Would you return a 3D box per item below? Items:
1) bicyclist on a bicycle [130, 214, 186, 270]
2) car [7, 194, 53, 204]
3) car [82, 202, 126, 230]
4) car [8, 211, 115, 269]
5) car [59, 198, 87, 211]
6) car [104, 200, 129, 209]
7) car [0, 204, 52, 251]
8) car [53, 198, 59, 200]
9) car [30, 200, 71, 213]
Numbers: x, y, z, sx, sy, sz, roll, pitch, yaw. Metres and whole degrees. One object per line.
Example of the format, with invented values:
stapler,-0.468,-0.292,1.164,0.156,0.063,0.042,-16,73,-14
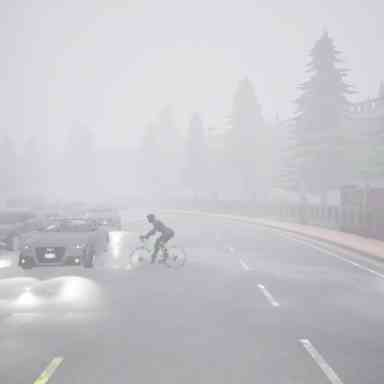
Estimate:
bicyclist on a bicycle,-1.003,1.455,9.655,1.656,1.620,0.582,-2,0,-1
car,-20.911,1.221,42.319,5.566,2.045,2.150,0,0,22
car,-5.619,1.564,20.824,1.994,1.385,4.181,0,0,-20
car,-4.014,1.564,11.057,1.994,1.385,4.181,0,0,-4
car,-10.103,1.505,29.650,1.837,1.490,4.892,0,0,-35
car,-9.637,1.601,39.239,4.718,1.301,1.895,0,0,41
car,-7.679,1.502,13.868,1.837,1.490,4.892,0,1,-6
car,-18.035,1.526,44.855,4.674,1.442,1.812,0,0,23
car,-10.475,1.564,24.421,1.994,1.385,4.181,0,0,-29
